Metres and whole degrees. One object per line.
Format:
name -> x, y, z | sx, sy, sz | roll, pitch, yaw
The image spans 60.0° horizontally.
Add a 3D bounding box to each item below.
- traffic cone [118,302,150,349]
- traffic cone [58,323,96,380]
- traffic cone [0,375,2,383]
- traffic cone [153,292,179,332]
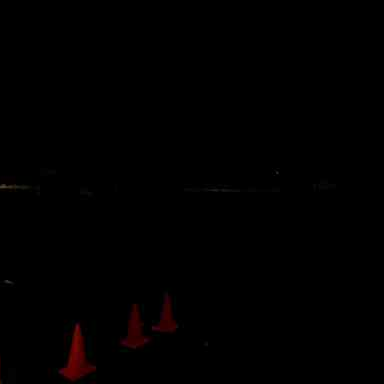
traffic cone -> -0.872, 1.971, 5.028 | 0.340, 0.580, 0.340 | 0, 0, 36
traffic cone -> -1.454, 1.967, 4.217 | 0.340, 0.580, 0.340 | 0, 0, 36
traffic cone -> -2.037, 1.964, 3.404 | 0.340, 0.580, 0.340 | 0, 0, 36
traffic cone -> -0.433, 1.974, 5.566 | 0.340, 0.580, 0.340 | 0, 0, 16
